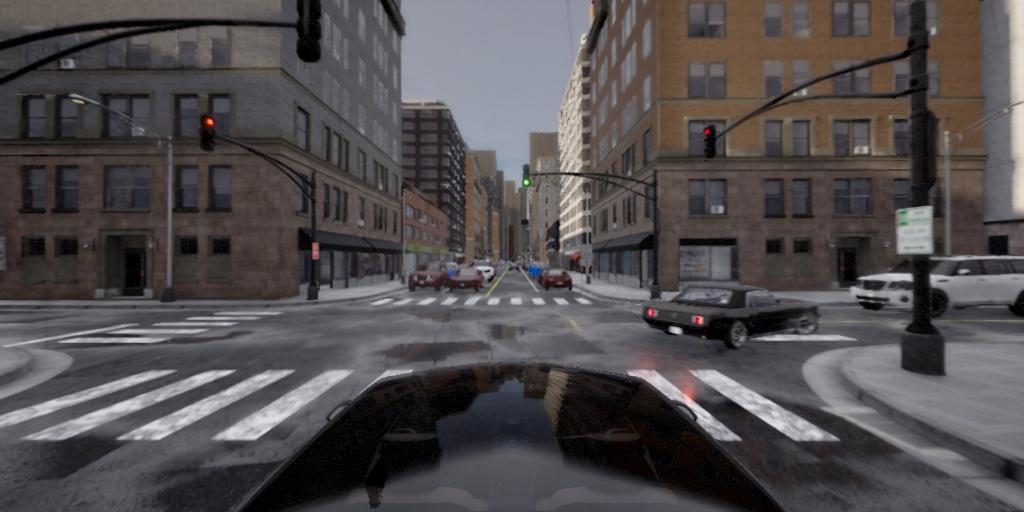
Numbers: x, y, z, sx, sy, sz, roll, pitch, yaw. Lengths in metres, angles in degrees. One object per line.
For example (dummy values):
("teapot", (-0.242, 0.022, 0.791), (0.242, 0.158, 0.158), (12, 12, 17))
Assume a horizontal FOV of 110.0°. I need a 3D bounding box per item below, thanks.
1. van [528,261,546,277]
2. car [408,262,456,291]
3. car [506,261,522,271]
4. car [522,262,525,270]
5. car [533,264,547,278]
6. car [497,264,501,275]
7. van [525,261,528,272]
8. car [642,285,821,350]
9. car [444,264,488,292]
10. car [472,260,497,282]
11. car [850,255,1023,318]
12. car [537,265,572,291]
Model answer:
("van", (3.101, 1.554, 40.959), (1.690, 1.789, 3.998), (0, 0, 0))
("car", (-5.523, 1.349, 24.507), (2.192, 1.841, 5.009), (0, 0, 0))
("car", (0.386, 2.035, 65.149), (1.812, 1.442, 4.674), (0, -1, 0))
("car", (3.232, 2.059, 62.963), (1.802, 1.307, 4.207), (0, 0, 0))
("car", (3.036, 1.647, 29.957), (1.948, 1.339, 4.313), (0, 0, 0))
("car", (-2.799, 1.867, 44.348), (1.895, 1.301, 4.718), (0, -1, 1))
("van", (3.167, 1.686, 51.961), (1.690, 1.789, 3.998), (0, 0, 0))
("car", (5.715, 1.402, 9.171), (4.718, 1.301, 1.895), (0, -1, -27))
("car", (-2.958, 1.501, 24.076), (1.882, 1.535, 5.008), (0, -1, 0))
("car", (-2.891, 1.366, 34.163), (2.150, 2.045, 5.566), (0, -1, 1))
("car", (15.487, 1.002, 12.791), (5.566, 2.045, 2.150), (0, -1, -1))
("car", (3.003, 1.560, 24.456), (1.888, 1.381, 4.507), (0, 0, 0))
